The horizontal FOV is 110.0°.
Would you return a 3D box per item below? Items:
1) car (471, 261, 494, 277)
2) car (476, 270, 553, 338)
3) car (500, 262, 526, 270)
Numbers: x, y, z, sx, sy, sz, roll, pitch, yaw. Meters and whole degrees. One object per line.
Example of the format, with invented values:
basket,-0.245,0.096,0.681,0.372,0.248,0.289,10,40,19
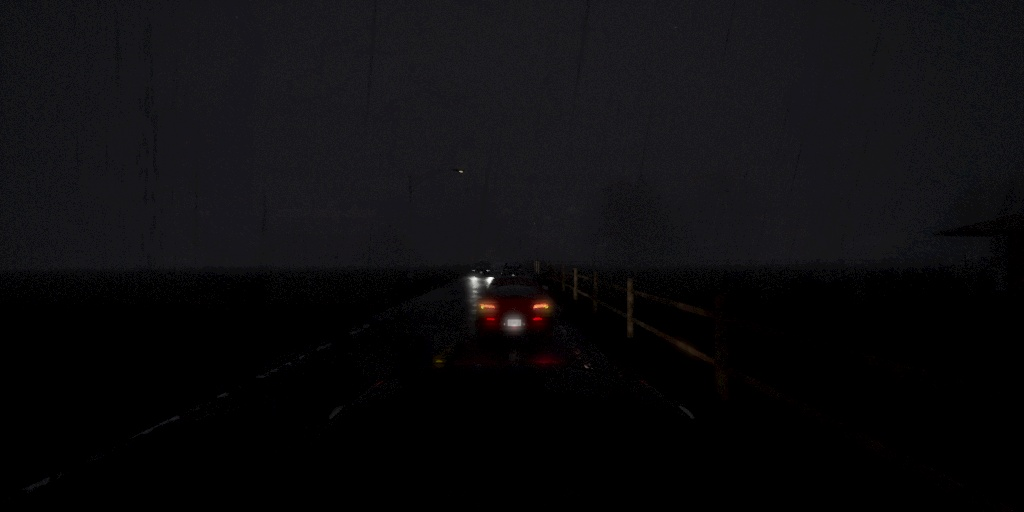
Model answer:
car,-2.838,1.281,35.466,1.837,1.490,4.892,0,0,0
car,0.068,1.276,10.045,1.812,1.442,4.674,0,0,0
car,0.084,1.256,29.365,2.128,1.511,4.902,0,0,0
